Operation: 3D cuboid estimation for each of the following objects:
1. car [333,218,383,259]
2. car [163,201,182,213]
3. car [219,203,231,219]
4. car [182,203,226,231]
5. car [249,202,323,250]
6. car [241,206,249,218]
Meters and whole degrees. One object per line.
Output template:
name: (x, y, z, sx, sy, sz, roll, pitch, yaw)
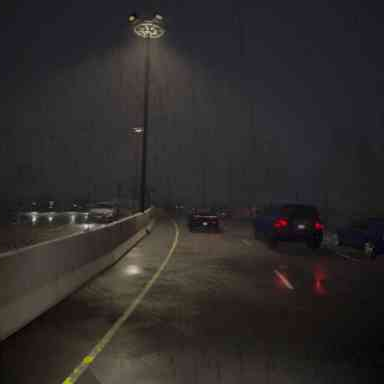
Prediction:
car: (7.910, 1.889, 14.537, 1.882, 1.535, 5.008, 2, -1, 1)
car: (-2.383, 1.839, 41.598, 2.033, 1.411, 5.357, 2, -1, -14)
car: (2.661, 1.900, 34.796, 2.128, 1.511, 4.902, 2, -1, -10)
car: (0.674, 1.721, 22.614, 2.128, 1.511, 4.902, 2, 0, -3)
car: (4.465, 1.527, 16.255, 2.150, 2.045, 5.566, 2, -1, 0)
car: (6.441, 2.009, 33.542, 1.882, 1.535, 5.008, 2, -1, -9)
